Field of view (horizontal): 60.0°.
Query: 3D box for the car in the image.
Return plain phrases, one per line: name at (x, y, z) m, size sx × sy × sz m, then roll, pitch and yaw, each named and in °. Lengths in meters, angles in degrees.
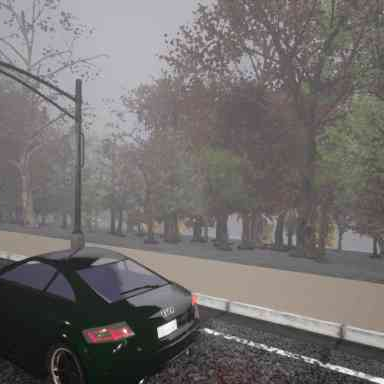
car at (-1.915, 1.563, 5.055) m, size 4.181 × 1.385 × 1.994 m, roll 0°, pitch 0°, yaw 36°
